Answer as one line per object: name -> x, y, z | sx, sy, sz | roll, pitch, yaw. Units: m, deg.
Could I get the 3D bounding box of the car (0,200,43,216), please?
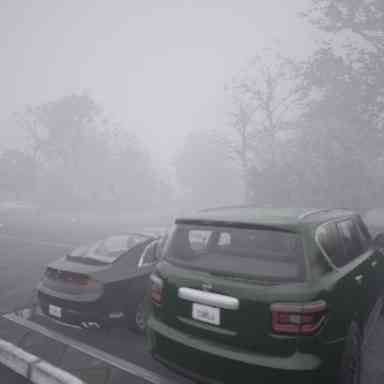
car -> -18.435, 1.706, 35.689 | 2.002, 1.452, 4.674 | 0, 0, 36

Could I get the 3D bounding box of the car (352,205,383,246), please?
car -> 9.277, 1.479, 15.899 | 2.097, 1.535, 5.008 | 0, 0, 36

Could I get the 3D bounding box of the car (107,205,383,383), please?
car -> 1.685, 1.228, 5.277 | 2.435, 2.045, 5.566 | 0, 0, 36

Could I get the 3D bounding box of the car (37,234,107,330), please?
car -> -0.614, 1.486, 6.877 | 2.231, 1.521, 4.892 | 0, 0, 36

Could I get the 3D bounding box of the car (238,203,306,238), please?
car -> 4.740, 1.494, 19.127 | 2.097, 1.535, 5.008 | 0, 0, 36
